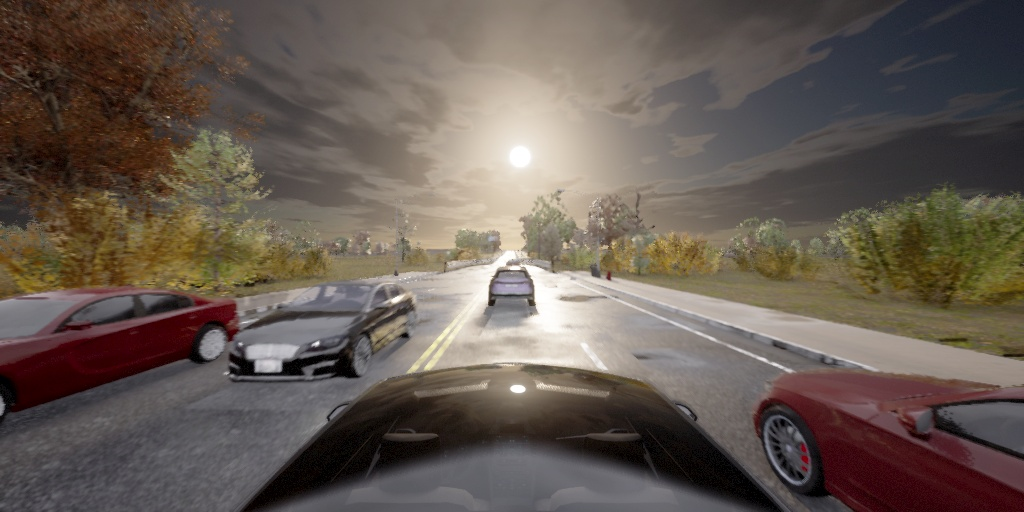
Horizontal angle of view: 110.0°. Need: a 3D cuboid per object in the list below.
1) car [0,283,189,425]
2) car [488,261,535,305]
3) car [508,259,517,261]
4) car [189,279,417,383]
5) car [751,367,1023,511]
[{"bbox_3d":[-6.597,1.238,5.352,1.882,1.535,5.008,0,0,0],"label":"car"},{"bbox_3d":[-0.007,1.219,16.236,2.033,1.649,4.856,0,0,0],"label":"car"},{"bbox_3d":[0.101,1.221,50.502,2.097,1.767,4.553,0,0,0],"label":"car"},{"bbox_3d":[-3.345,1.257,7.380,2.128,1.511,4.902,0,0,0],"label":"car"},{"bbox_3d":[3.250,1.275,1.544,1.812,1.442,4.674,0,0,0],"label":"car"}]
